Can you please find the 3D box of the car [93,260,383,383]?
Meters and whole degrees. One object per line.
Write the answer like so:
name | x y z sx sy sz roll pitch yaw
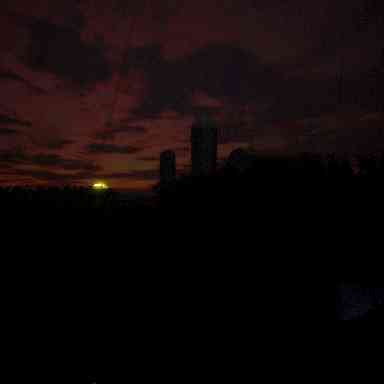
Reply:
car | 1.081 1.559 3.752 4.181 1.385 1.994 0 0 -35
